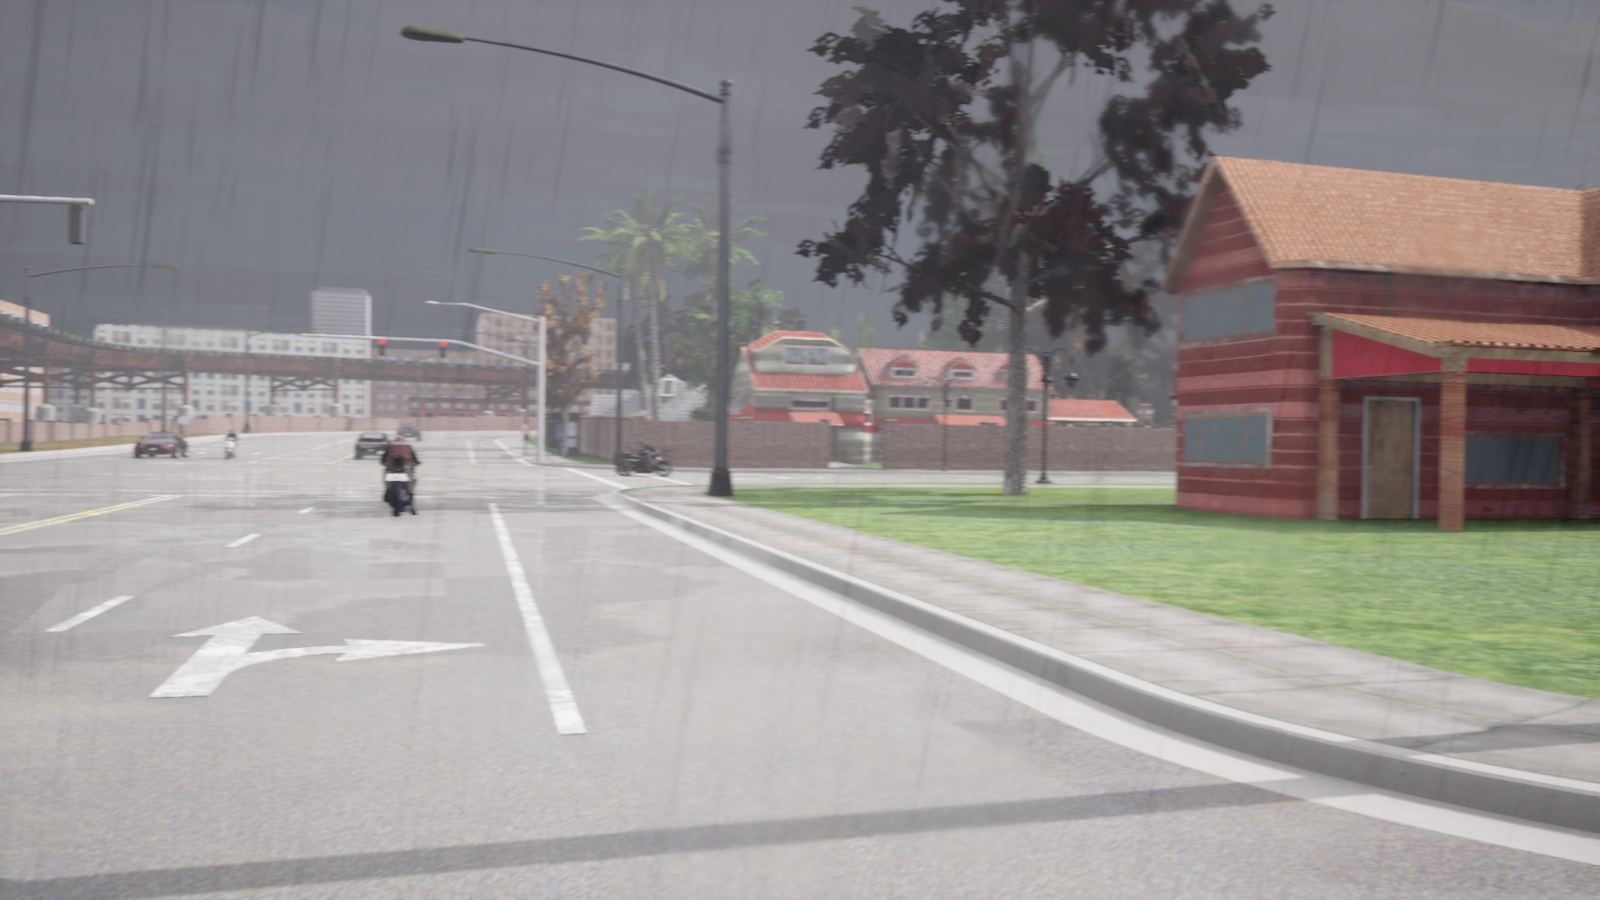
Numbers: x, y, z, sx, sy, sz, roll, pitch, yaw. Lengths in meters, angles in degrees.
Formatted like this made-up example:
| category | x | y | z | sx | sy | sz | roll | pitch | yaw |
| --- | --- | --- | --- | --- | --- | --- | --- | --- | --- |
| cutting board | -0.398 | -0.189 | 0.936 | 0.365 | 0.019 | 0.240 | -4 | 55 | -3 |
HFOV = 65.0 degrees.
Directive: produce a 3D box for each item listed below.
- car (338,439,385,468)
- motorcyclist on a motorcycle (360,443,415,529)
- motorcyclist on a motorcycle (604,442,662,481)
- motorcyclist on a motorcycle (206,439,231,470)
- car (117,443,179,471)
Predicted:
| category | x | y | z | sx | sy | sz | roll | pitch | yaw |
| --- | --- | --- | --- | --- | --- | --- | --- | --- | --- |
| car | -23.945 | 0.159 | 68.732 | 2.128 | 1.511 | 4.902 | 0 | 1 | -16 |
| motorcyclist on a motorcycle | -7.720 | 0.634 | 23.585 | 0.866 | 1.530 | 2.191 | 0 | 1 | -16 |
| motorcyclist on a motorcycle | -6.592 | 0.453 | 49.577 | 2.191 | 1.530 | 0.866 | 0 | 0 | -13 |
| motorcyclist on a motorcycle | -30.269 | 0.219 | 65.413 | 0.866 | 1.590 | 1.817 | 0 | 1 | -15 |
| car | -33.920 | 0.332 | 65.430 | 1.994 | 1.385 | 4.181 | 0 | 1 | -15 |
